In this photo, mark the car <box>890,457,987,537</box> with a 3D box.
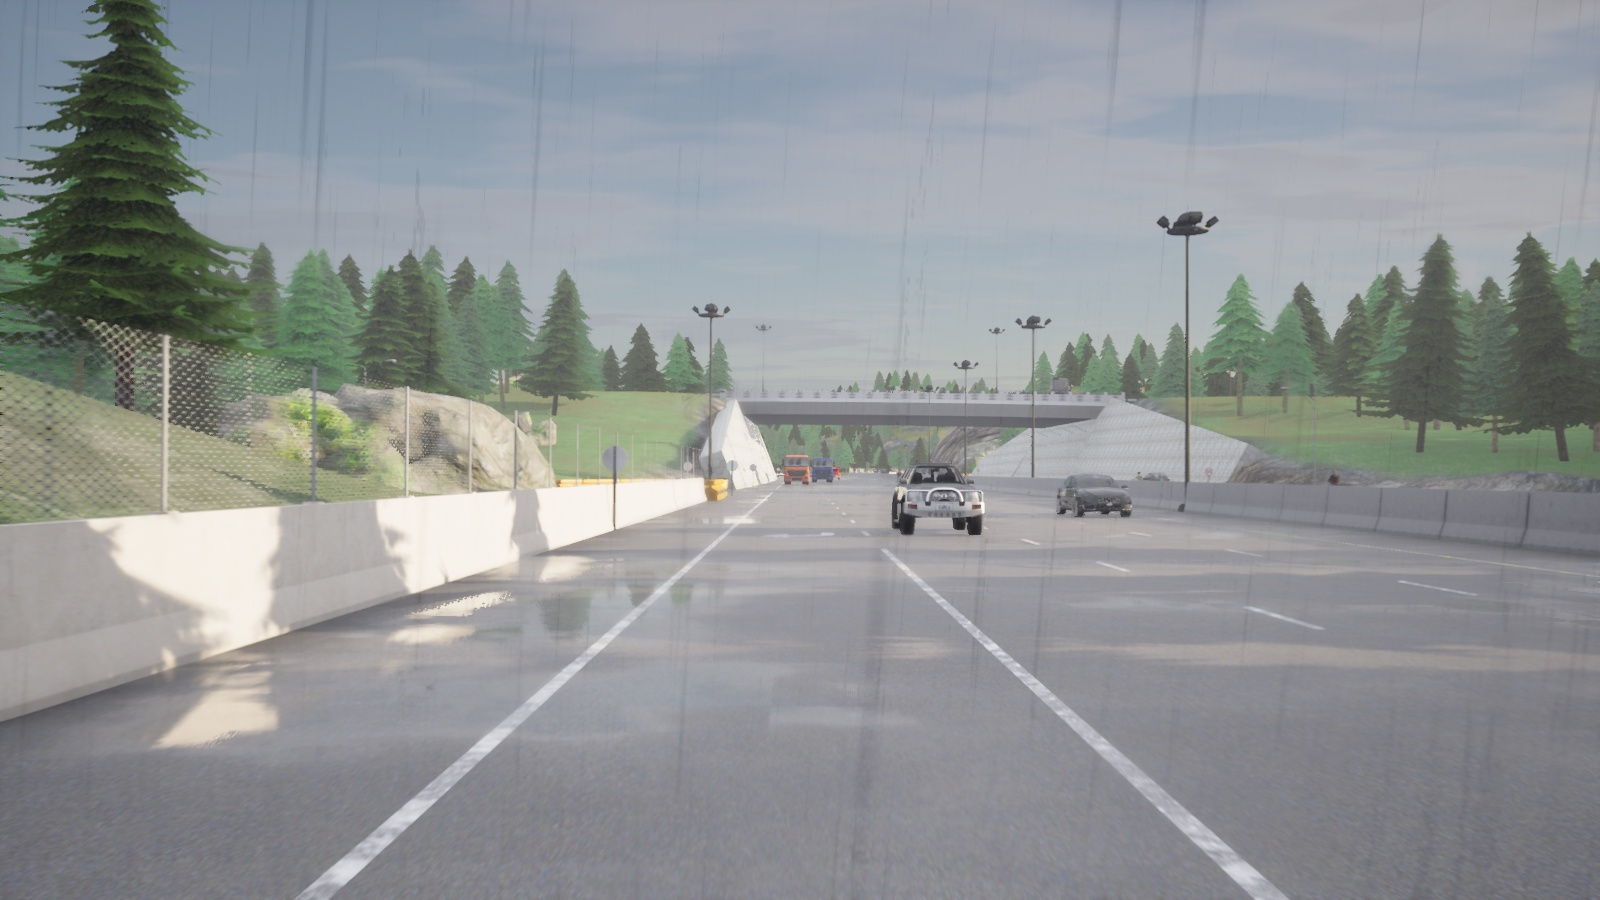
[{"bbox_3d":[3.422,1.151,31.789,1.932,1.855,4.605,0,-1,0],"label":"car"}]

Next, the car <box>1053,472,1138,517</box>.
[{"bbox_3d":[10.392,1.523,44.514,1.837,1.490,4.892,0,-1,0],"label":"car"}]
